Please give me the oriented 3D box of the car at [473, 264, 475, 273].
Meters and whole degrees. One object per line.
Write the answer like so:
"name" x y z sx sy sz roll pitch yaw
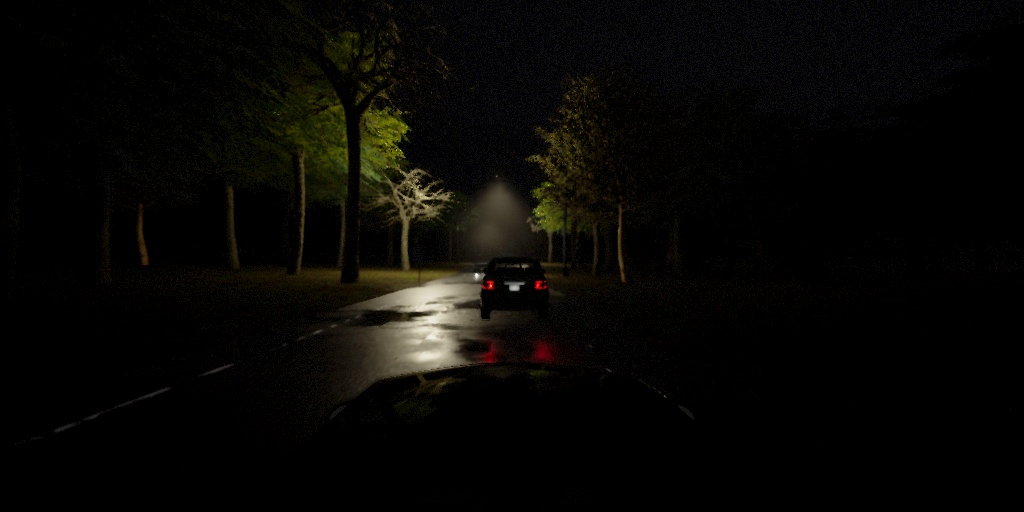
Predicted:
"car" -3.811 1.438 45.719 1.994 1.385 4.181 0 0 -2

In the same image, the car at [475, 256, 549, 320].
"car" 0.084 1.048 13.136 2.150 2.045 5.566 0 -1 0
